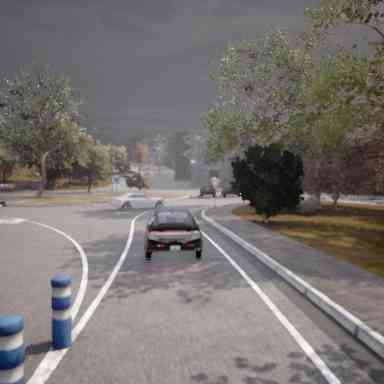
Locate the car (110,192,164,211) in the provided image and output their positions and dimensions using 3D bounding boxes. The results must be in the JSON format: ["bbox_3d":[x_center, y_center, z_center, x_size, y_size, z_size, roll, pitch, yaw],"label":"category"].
[{"bbox_3d":[-4.555,0.743,28.055,4.674,1.442,1.812,-2,3,-30],"label":"car"}]

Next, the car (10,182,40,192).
[{"bbox_3d":[-28.857,-0.987,58.683,1.812,1.442,4.674,3,3,44],"label":"car"}]

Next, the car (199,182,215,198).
[{"bbox_3d":[2.134,-0.366,44.756,2.150,2.045,5.566,1,3,4],"label":"car"}]

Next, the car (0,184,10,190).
[{"bbox_3d":[-33.253,-0.698,58.473,2.033,1.411,5.357,2,3,33],"label":"car"}]

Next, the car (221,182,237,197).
[{"bbox_3d":[5.247,-0.435,46.095,2.150,2.045,5.566,0,3,0],"label":"car"}]

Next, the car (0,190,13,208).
[{"bbox_3d":[-18.427,0.776,27.909,5.357,1.411,2.033,0,3,8],"label":"car"}]

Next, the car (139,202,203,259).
[{"bbox_3d":[-0.751,1.371,12.167,2.128,1.511,4.902,0,1,-6],"label":"car"}]
